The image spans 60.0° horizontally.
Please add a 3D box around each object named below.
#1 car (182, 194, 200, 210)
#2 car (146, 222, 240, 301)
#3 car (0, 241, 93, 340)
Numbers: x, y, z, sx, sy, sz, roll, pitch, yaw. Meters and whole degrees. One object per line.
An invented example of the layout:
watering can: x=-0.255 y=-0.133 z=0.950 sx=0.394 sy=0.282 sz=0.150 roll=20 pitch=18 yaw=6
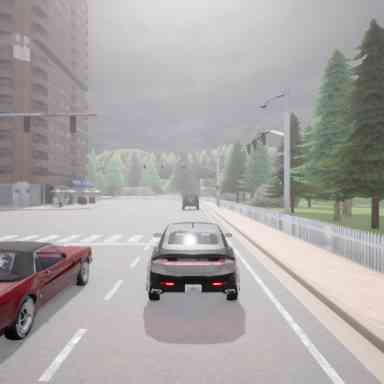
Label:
car: x=-0.180 y=1.219 z=43.764 sx=2.150 sy=2.045 sz=5.566 roll=0 pitch=0 yaw=-1
car: x=0.023 y=1.491 z=8.310 sx=2.128 sy=1.511 sz=4.902 roll=0 pitch=0 yaw=0
car: x=-3.450 y=1.600 z=6.461 sx=1.895 sy=1.301 sz=4.718 roll=0 pitch=0 yaw=0
